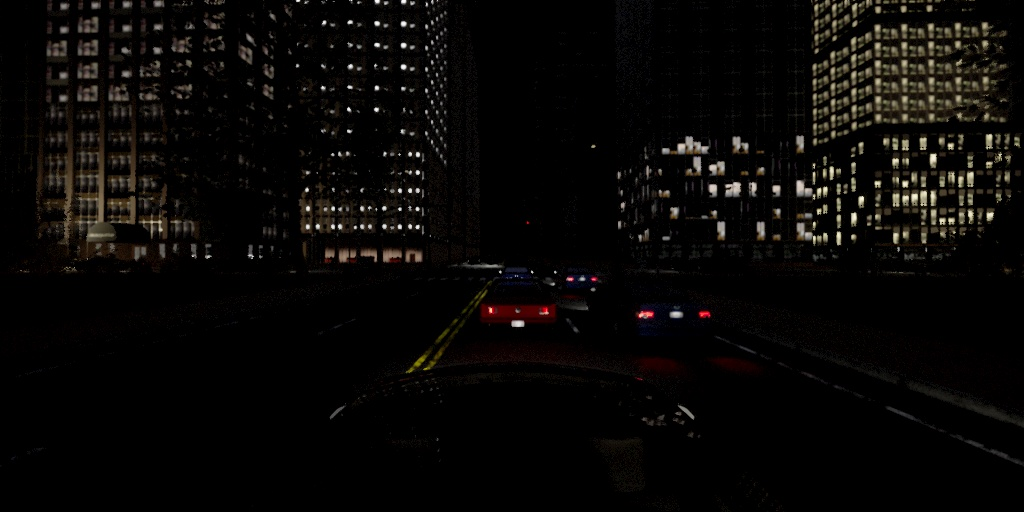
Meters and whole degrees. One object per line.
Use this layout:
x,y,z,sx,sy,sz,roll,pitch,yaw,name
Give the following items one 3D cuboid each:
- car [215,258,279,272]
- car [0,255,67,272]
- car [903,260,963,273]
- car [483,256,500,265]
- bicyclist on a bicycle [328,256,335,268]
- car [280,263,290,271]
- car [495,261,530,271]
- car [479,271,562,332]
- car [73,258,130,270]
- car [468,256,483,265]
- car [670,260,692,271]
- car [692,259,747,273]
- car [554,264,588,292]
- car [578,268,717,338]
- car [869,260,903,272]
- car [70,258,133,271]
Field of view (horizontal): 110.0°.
-26.299,0.913,35.236,4.902,1.511,2.128,0,0,2,car
-48.448,0.909,36.116,4.674,1.442,1.812,0,0,3,car
45.940,1.110,38.753,4.674,1.442,1.812,0,0,3,car
-3.453,0.808,63.647,2.128,1.511,4.902,0,0,0,car
-24.783,0.834,49.295,0.582,1.620,1.656,0,0,2,bicyclist on a bicycle
-26.271,1.010,38.485,4.181,1.385,1.994,0,0,2,car
0.244,1.176,20.241,2.033,1.411,5.357,0,0,1,car
0.167,1.293,10.648,1.895,1.301,4.718,0,0,1,car
-48.884,0.939,42.734,4.892,1.490,1.837,0,0,3,car
-6.703,0.821,63.523,1.837,1.490,4.892,0,1,0,car
21.920,1.125,42.888,5.357,1.411,2.033,0,0,2,car
23.159,1.044,39.593,4.902,1.511,2.128,0,0,2,car
3.494,1.177,20.191,2.033,1.411,5.357,0,0,0,car
3.410,1.245,9.910,2.033,1.411,5.357,0,0,0,car
44.632,1.173,42.054,4.181,1.385,1.994,0,0,2,car
-44.847,0.980,39.226,4.181,1.385,1.994,0,0,3,car
